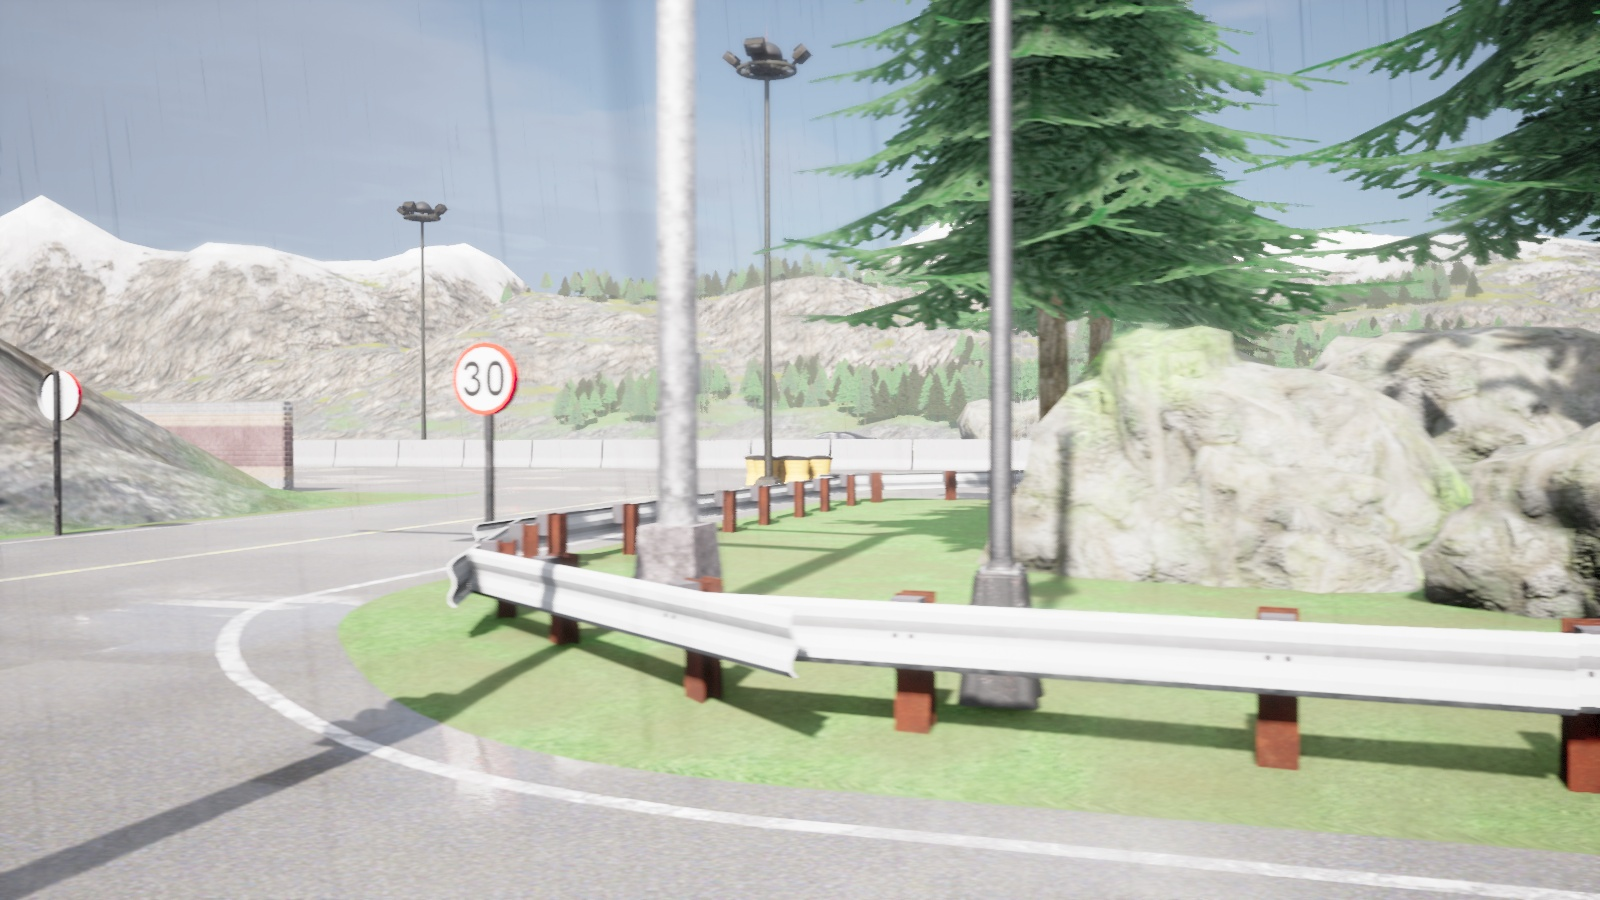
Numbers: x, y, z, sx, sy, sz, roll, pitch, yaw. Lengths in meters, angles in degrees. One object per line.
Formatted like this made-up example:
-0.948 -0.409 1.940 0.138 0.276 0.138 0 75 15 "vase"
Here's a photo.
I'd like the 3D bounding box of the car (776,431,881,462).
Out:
1.440 -0.211 63.478 4.902 1.511 2.128 1 1 17 "car"
